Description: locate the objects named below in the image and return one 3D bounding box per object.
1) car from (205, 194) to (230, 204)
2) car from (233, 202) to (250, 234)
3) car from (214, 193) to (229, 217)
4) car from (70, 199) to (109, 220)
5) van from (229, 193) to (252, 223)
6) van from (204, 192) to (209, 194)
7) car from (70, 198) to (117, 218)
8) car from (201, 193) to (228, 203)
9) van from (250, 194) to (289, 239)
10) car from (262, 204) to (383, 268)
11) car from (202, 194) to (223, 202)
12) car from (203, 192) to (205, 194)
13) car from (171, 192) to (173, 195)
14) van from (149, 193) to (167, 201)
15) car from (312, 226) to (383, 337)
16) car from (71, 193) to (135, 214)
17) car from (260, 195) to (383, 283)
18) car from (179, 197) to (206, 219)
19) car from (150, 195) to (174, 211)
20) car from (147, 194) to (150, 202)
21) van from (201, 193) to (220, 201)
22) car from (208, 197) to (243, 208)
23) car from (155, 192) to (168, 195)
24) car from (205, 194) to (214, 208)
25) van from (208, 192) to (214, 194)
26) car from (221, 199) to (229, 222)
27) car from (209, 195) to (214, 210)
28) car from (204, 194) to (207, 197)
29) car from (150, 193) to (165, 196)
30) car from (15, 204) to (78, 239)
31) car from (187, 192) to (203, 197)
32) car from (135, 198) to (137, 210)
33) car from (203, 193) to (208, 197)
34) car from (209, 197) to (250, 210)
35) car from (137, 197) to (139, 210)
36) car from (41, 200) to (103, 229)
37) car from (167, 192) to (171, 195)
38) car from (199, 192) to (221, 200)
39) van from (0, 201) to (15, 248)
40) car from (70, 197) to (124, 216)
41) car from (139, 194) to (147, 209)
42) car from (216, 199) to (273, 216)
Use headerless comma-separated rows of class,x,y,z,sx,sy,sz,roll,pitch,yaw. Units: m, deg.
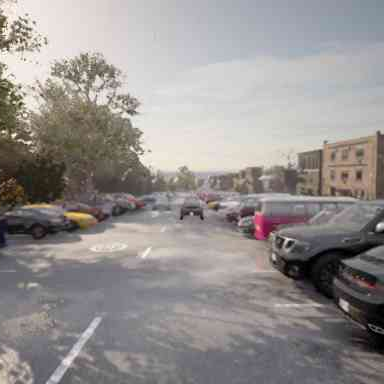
car,4.625,1.262,61.146,4.553,1.767,2.185,0,0,0
car,4.724,1.413,16.297,4.892,1.521,2.231,0,0,0
car,4.668,1.139,24.706,5.566,2.045,2.435,0,0,0
car,-8.370,1.398,21.751,5.008,1.535,2.097,0,0,0
van,4.595,1.178,19.098,4.442,1.987,1.878,0,0,0
van,4.726,1.158,55.539,4.442,1.987,1.878,0,0,0
car,-8.354,1.420,24.536,4.792,1.488,2.163,0,0,0
car,4.599,1.142,69.556,5.566,2.045,2.435,0,0,0
van,4.841,1.193,13.492,4.442,1.987,1.878,0,0,0
car,4.762,1.300,10.688,4.553,1.767,2.185,0,0,0
car,4.523,1.271,75.162,4.553,1.767,2.185,0,0,0
car,4.570,1.260,58.342,4.553,1.767,2.185,0,0,0
car,-8.591,1.155,88.550,5.566,2.045,2.435,0,0,0
van,-8.672,1.178,85.774,4.442,1.987,1.878,0,0,0
car,4.733,1.448,5.083,4.892,1.521,2.231,0,0,0
car,-8.371,1.127,30.104,5.566,2.045,2.435,0,0,0
car,4.707,1.185,7.887,5.566,2.045,2.435,0,0,0
car,-0.011,1.408,27.911,1.837,1.490,4.892,0,0,0
car,-3.368,1.418,38.091,1.812,1.442,4.674,0,0,0
car,-8.401,1.124,41.121,5.566,2.045,2.435,0,0,0
van,4.422,1.174,80.768,4.442,1.987,1.878,0,0,0
car,4.662,1.408,47.129,4.792,1.488,2.163,0,0,0
car,-8.323,1.390,69.121,5.366,1.575,1.946,0,0,0
car,4.471,1.370,38.719,5.366,1.575,1.946,0,0,0
van,4.758,1.151,44.326,4.442,1.987,1.878,0,0,0
car,4.709,1.397,21.903,5.008,1.535,2.097,0,0,0
car,4.670,1.372,35.919,5.008,1.535,2.097,0,0,0
car,4.654,1.410,49.933,4.792,1.488,2.163,0,0,0
car,-8.506,1.393,66.344,4.892,1.521,2.231,0,0,0
car,-8.359,1.452,16.179,4.674,1.452,2.002,0,0,0
car,-0.023,1.248,44.524,2.097,1.767,4.553,0,0,0
car,-8.401,1.376,32.891,5.008,1.535,2.097,0,0,0
car,4.623,1.382,52.736,5.008,1.535,2.097,0,0,0
car,4.620,1.404,41.522,4.792,1.488,2.163,0,0,0
car,-8.412,1.413,35.551,4.674,1.452,2.002,0,0,0
car,-8.183,1.402,18.965,5.366,1.575,1.946,0,0,0
car,-8.568,1.149,80.224,5.566,2.045,2.435,0,0,0
car,4.551,1.153,86.376,5.566,2.045,2.435,0,0,0
van,-8.465,1.200,10.606,4.442,1.987,1.878,0,0,0
car,-8.420,1.413,27.321,4.792,1.488,2.163,0,0,0
car,-8.393,1.122,38.459,5.566,2.045,2.435,0,0,0
car,4.709,1.407,30.312,4.792,1.488,2.163,0,0,0
